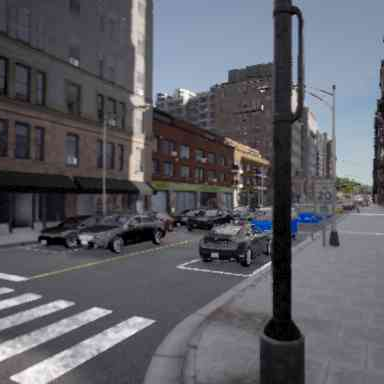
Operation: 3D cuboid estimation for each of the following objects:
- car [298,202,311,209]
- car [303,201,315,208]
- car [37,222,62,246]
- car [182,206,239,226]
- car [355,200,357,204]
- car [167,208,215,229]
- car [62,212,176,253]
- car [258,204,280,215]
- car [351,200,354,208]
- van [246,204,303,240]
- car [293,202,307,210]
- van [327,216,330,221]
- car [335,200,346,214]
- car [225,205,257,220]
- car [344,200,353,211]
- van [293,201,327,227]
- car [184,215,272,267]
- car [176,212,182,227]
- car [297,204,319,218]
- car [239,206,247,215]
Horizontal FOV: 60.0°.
[{"bbox_3d":[24.169,2.911,71.303,1.947,1.339,4.313,0,-1,28],"label":"car"},{"bbox_3d":[26.852,2.883,76.313,1.967,1.590,4.097,0,-1,28],"label":"car"},{"bbox_3d":[-5.327,1.821,16.205,1.947,1.339,4.313,0,-1,28],"label":"car"},{"bbox_3d":[1.377,1.896,23.345,1.882,1.535,5.008,0,-1,28],"label":"car"},{"bbox_3d":[36.608,3.083,77.533,2.008,1.369,4.403,0,-1,28],"label":"car"},{"bbox_3d":[0.036,2.021,26.223,1.947,1.339,4.313,0,-1,28],"label":"car"},{"bbox_3d":[-3.040,1.745,15.101,2.128,1.511,4.902,0,-1,28],"label":"car"},{"bbox_3d":[10.762,2.417,46.258,1.947,1.339,4.313,0,-1,28],"label":"car"},{"bbox_3d":[31.246,2.776,67.518,1.967,1.590,4.097,0,-1,28],"label":"car"},{"bbox_3d":[4.431,1.687,17.430,1.690,1.788,3.998,0,-1,28],"label":"van"},{"bbox_3d":[21.488,2.791,66.294,1.887,1.381,4.507,0,-1,28],"label":"car"},{"bbox_3d":[12.476,1.985,32.457,1.690,1.788,3.998,0,-1,28],"label":"van"},{"bbox_3d":[22.222,2.475,51.534,1.801,1.575,5.366,0,-1,28],"label":"car"},{"bbox_3d":[5.399,2.204,36.241,2.008,1.369,4.403,0,-1,28],"label":"car"},{"bbox_3d":[28.563,2.782,62.507,1.887,1.381,4.507,0,-1,28],"label":"car"},{"bbox_3d":[9.794,1.886,27.448,1.690,1.788,3.998,0,-1,28],"label":"van"},{"bbox_3d":[1.749,1.796,12.418,2.008,1.369,4.403,0,-1,28],"label":"car"},{"bbox_3d":[-2.645,1.937,21.214,1.802,1.307,4.206,0,-1,28],"label":"car"},{"bbox_3d":[14.576,2.313,41.758,1.837,1.490,4.892,0,-1,28],"label":"car"},{"bbox_3d":[6.111,2.195,32.175,1.895,1.301,4.718,0,-1,28],"label":"car"}]
